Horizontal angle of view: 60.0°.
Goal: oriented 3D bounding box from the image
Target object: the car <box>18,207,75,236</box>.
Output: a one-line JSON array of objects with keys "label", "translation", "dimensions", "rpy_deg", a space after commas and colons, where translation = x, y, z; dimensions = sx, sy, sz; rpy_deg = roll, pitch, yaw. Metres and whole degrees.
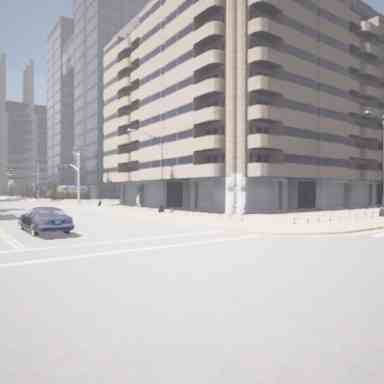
[{"label": "car", "translation": [-8.068, 1.515, 18.244], "dimensions": [2.033, 1.411, 5.357], "rpy_deg": [0, 0, -37]}]
